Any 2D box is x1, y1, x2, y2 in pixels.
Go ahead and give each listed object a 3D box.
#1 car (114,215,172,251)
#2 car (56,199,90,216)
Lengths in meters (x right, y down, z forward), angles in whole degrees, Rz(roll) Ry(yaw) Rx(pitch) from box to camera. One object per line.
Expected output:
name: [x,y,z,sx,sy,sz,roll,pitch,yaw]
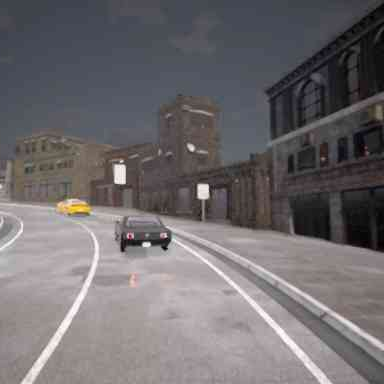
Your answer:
car: [-2.255,1.604,14.139,1.895,1.301,4.718,1,0,-16]
car: [-11.272,1.381,31.368,1.882,1.535,5.008,3,-1,-37]
